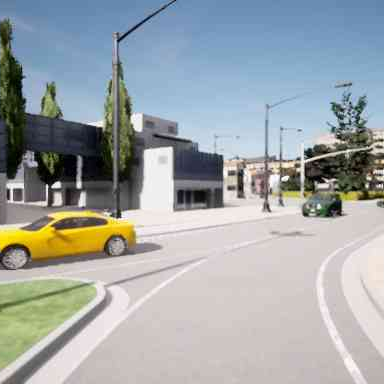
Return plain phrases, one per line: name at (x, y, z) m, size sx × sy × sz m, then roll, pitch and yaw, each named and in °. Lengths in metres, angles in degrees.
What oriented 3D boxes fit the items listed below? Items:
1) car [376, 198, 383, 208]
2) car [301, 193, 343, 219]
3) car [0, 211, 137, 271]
car at (25.893, 1.464, 44.185) m, size 1.895 × 1.301 × 4.718 m, roll 1°, pitch 0°, yaw 17°
car at (11.276, 1.107, 28.528) m, size 2.150 × 2.045 × 5.566 m, roll 0°, pitch 0°, yaw 38°
car at (-4.221, 1.410, 10.917) m, size 5.008 × 1.535 × 1.882 m, roll 0°, pitch 1°, yaw -40°
